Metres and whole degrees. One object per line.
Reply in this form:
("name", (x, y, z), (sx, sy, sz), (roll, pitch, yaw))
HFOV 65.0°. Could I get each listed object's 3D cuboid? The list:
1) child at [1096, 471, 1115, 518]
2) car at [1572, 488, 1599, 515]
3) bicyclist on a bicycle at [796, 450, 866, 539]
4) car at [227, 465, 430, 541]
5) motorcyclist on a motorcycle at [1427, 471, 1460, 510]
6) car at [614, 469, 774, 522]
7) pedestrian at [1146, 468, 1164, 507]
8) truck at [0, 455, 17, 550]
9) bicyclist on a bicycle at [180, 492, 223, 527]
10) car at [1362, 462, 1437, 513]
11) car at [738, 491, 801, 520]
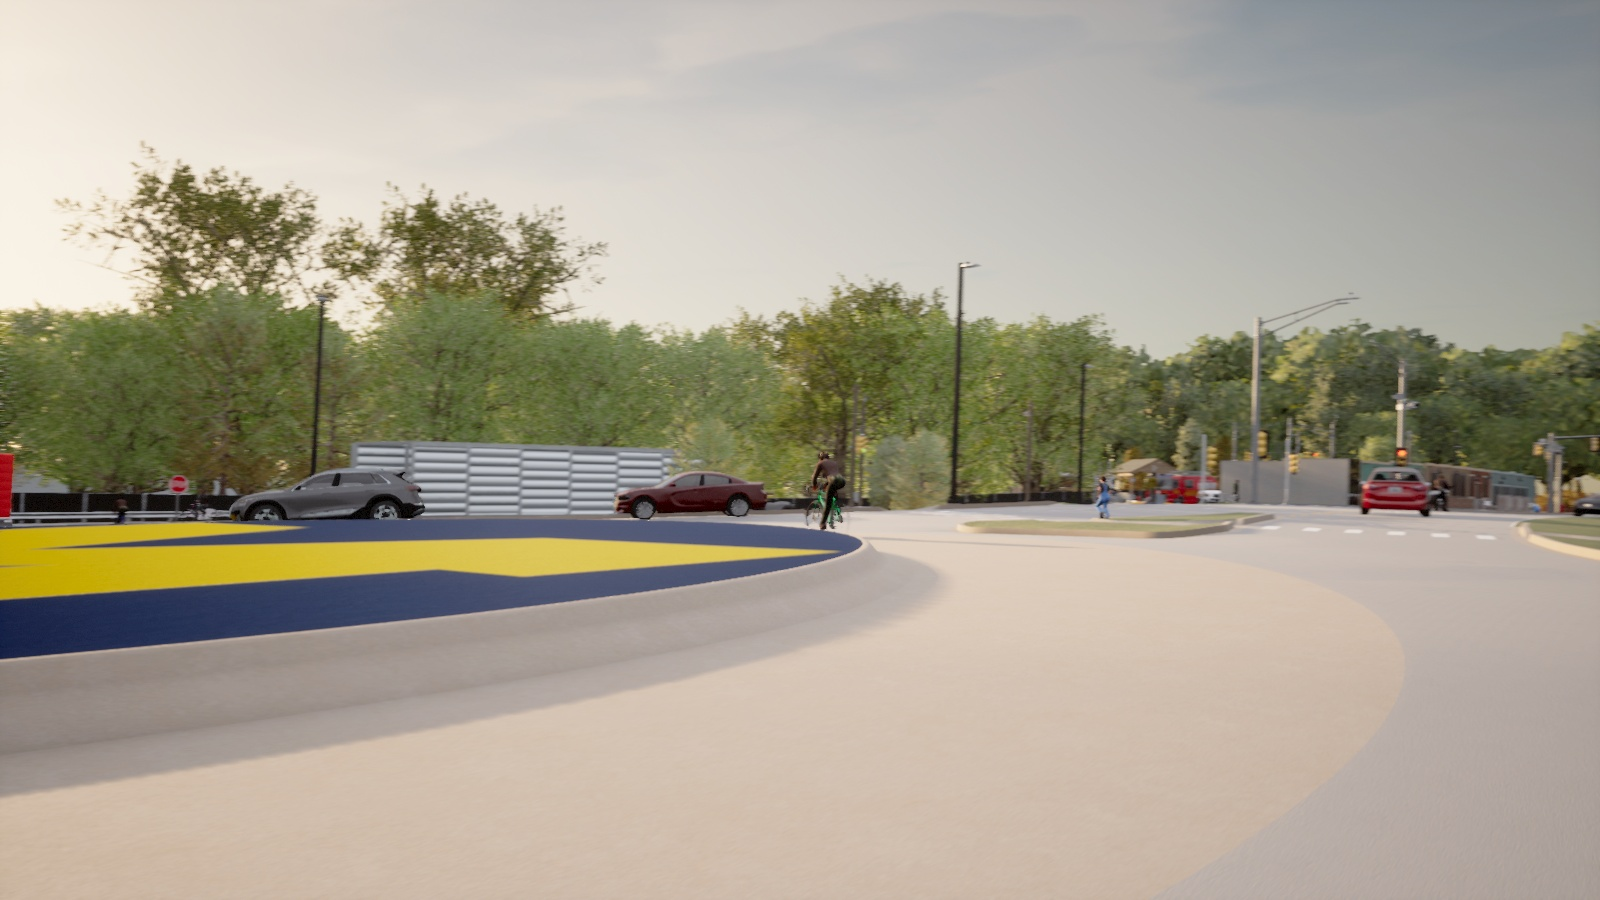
("child", (8.327, 1.210, 34.191), (0.270, 1.263, 0.437), (3, -2, -20))
("car", (43.732, 2.822, 67.387), (4.181, 1.385, 1.994), (3, -2, -27))
("bicyclist on a bicycle", (0.560, 0.847, 23.750), (0.582, 1.620, 1.656), (1, -2, -28))
("car", (-12.387, 1.422, 33.310), (4.856, 1.649, 2.033), (-2, -5, -18))
("motorcyclist on a motorcycle", (26.206, 1.657, 51.113), (0.797, 1.523, 2.044), (0, -2, 38))
("car", (-3.496, 1.473, 41.093), (5.008, 1.535, 1.882), (-1, -1, -12))
("pedestrian", (17.221, 1.827, 60.900), (0.709, 1.840, 0.431), (3, -2, -30))
("truck", (-23.589, 1.327, 32.834), (5.204, 2.467, 2.627), (2, -2, -33))
("bicyclist on a bicycle", (-31.025, 3.055, 65.134), (1.843, 1.776, 0.659), (2, -2, -44))
("car", (20.963, 1.284, 43.999), (2.242, 1.667, 4.611), (1, -1, 25))
("car", (-2.066, 3.737, 85.467), (3.866, 1.878, 1.905), (2, -1, -40))
